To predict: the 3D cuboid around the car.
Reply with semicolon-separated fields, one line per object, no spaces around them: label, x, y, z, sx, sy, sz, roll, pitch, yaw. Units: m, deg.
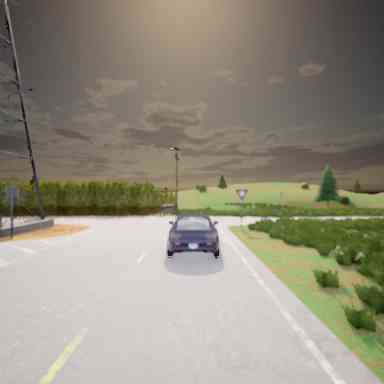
car;0.059;1.557;12.856;1.812;1.442;4.674;0;0;0
